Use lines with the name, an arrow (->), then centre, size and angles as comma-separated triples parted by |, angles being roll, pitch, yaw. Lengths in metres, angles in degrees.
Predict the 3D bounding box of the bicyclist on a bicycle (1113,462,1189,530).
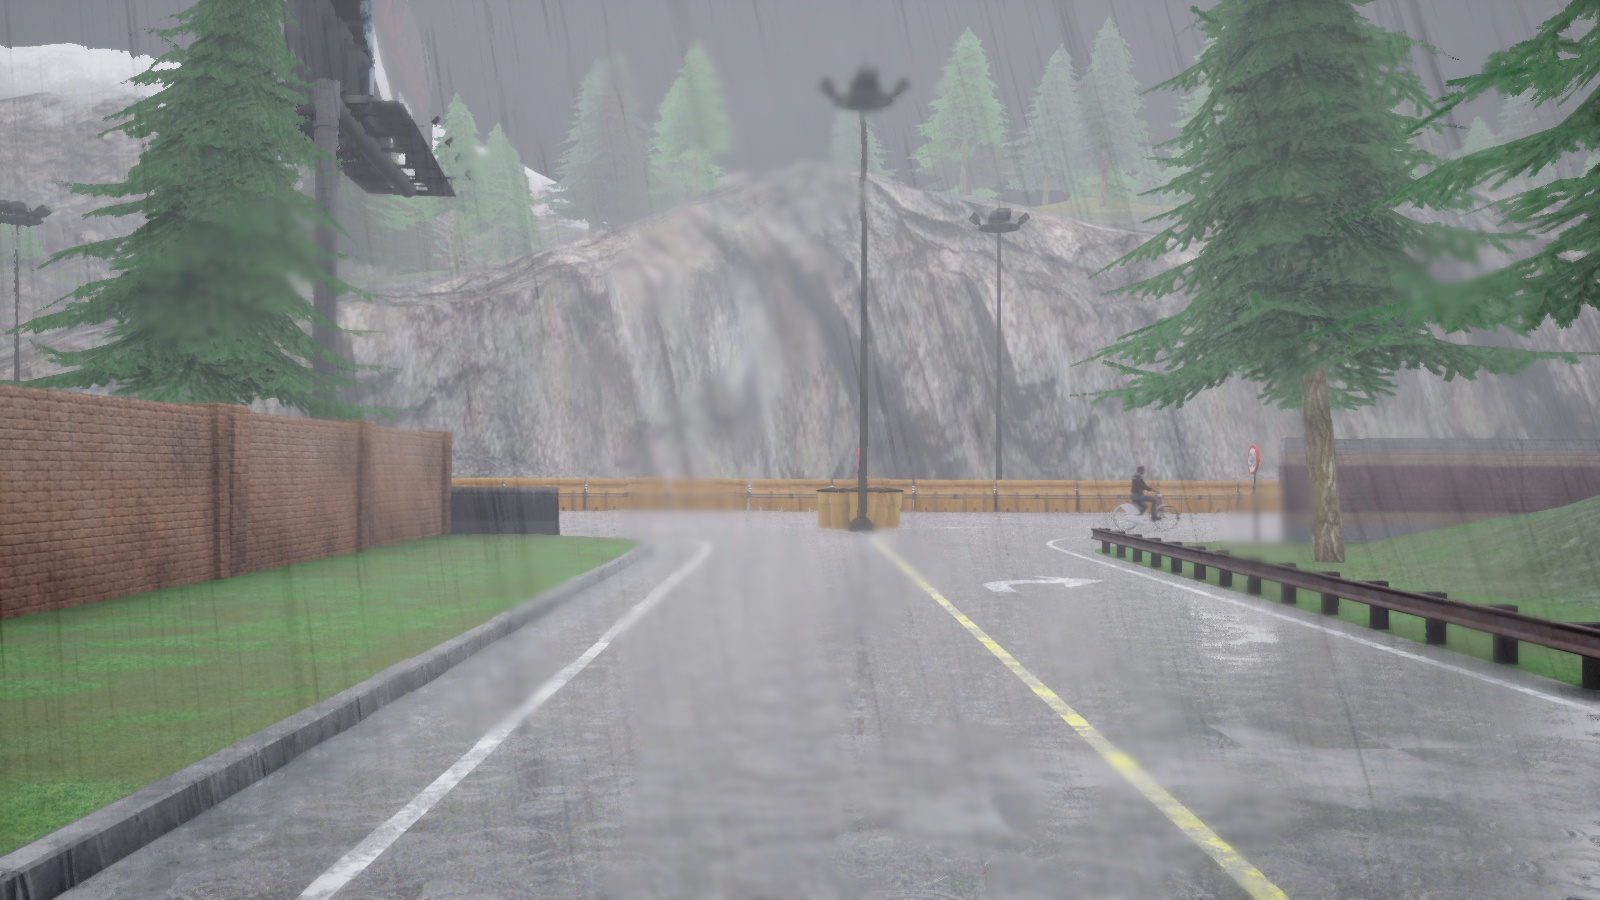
bicyclist on a bicycle -> 9.402, 1.231, 33.650 | 1.843, 1.776, 0.659 | 0, 0, -9
